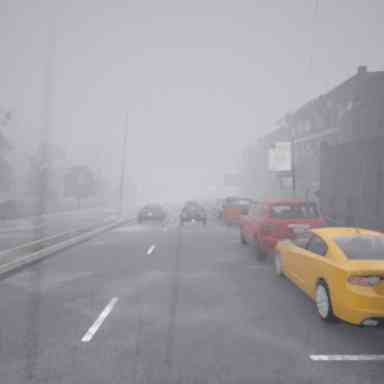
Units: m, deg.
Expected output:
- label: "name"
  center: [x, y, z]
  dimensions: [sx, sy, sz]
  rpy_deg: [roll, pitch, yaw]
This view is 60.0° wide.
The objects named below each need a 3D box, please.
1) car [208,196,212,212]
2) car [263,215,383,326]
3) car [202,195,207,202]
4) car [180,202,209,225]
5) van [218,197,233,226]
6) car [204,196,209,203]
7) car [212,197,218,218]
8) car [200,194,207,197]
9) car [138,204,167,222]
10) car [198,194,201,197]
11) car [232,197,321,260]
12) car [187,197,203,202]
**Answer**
- label: "car"
  center: [3.199, 1.490, 34.897]
  dimensions: [2.185, 1.767, 4.553]
  rpy_deg: [0, 0, 0]
- label: "car"
  center: [3.220, 1.509, 7.297]
  dimensions: [2.097, 1.535, 5.008]
  rpy_deg: [0, 0, 0]
- label: "car"
  center: [3.181, 1.699, 57.088]
  dimensions: [1.946, 1.575, 5.366]
  rpy_deg: [0, 0, 0]
- label: "car"
  center: [0.081, 1.699, 25.359]
  dimensions: [1.895, 1.301, 4.718]
  rpy_deg: [0, 0, 0]
- label: "van"
  center: [3.207, 1.348, 23.995]
  dimensions: [1.878, 1.987, 4.442]
  rpy_deg: [0, 0, 0]
- label: "car"
  center: [3.190, 1.659, 45.846]
  dimensions: [2.231, 1.521, 4.892]
  rpy_deg: [0, 0, 0]
- label: "car"
  center: [3.203, 1.469, 29.372]
  dimensions: [2.185, 1.767, 4.553]
  rpy_deg: [0, 0, 0]
- label: "car"
  center: [3.180, 1.597, 62.398]
  dimensions: [2.185, 1.767, 4.553]
  rpy_deg: [0, 0, 0]
- label: "car"
  center: [-3.170, 1.670, 27.181]
  dimensions: [1.994, 1.385, 4.181]
  rpy_deg: [0, 0, 0]
- label: "car"
  center: [3.154, 1.787, 78.998]
  dimensions: [2.231, 1.521, 4.892]
  rpy_deg: [0, 0, 0]
- label: "car"
  center: [3.215, 1.279, 12.731]
  dimensions: [2.435, 2.045, 5.566]
  rpy_deg: [0, 0, 0]
- label: "car"
  center: [0.069, 1.665, 41.471]
  dimensions: [1.837, 1.490, 4.892]
  rpy_deg: [0, -1, 0]
